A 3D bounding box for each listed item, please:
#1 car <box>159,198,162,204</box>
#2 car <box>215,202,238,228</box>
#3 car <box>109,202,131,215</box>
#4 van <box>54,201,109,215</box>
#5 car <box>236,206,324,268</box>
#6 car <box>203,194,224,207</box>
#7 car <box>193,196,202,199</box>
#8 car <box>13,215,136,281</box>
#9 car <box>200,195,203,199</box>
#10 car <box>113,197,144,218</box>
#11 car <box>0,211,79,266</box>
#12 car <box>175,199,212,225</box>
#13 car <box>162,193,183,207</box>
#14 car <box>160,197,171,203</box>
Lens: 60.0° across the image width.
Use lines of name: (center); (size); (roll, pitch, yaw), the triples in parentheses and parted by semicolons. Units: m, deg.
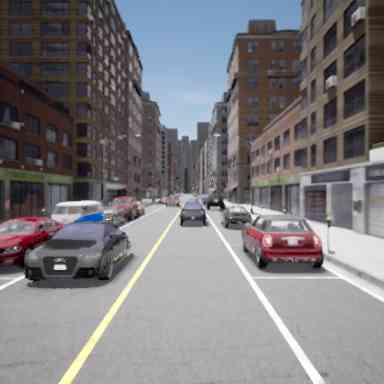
car: (-5.649, 1.716, 65.831); (1.802, 1.307, 4.206); (0, 0, 0)
car: (2.863, 1.587, 22.253); (2.008, 1.369, 4.403); (0, 0, 0)
car: (-5.662, 1.587, 22.224); (2.008, 1.369, 4.403); (0, 0, 0)
van: (-5.665, 1.367, 16.773); (1.690, 1.788, 3.998); (0, 0, 0)
car: (2.859, 1.457, 11.356); (1.967, 1.590, 4.097); (0, 0, 0)
car: (3.014, 1.306, 43.867); (2.150, 2.045, 5.566); (0, 0, 0)
car: (0.103, 1.608, 44.147); (1.812, 1.442, 4.674); (0, 0, 0)
car: (-3.086, 1.579, 9.779); (1.994, 1.385, 4.181); (0, 0, 0)
car: (2.874, 1.687, 60.392); (1.947, 1.339, 4.313); (0, 0, 0)
car: (-5.661, 1.362, 27.675); (2.192, 1.841, 5.009); (0, 0, 0)
car: (-5.666, 1.562, 11.322); (1.887, 1.381, 4.507); (0, 0, 0)
car: (0.086, 1.533, 24.551); (2.128, 1.511, 4.902); (0, 0, 0)
car: (-3.042, 1.455, 52.701); (2.097, 1.767, 4.553); (0, 0, 0)
car: (-5.647, 1.713, 71.282); (1.947, 1.339, 4.313); (0, 0, 0)
